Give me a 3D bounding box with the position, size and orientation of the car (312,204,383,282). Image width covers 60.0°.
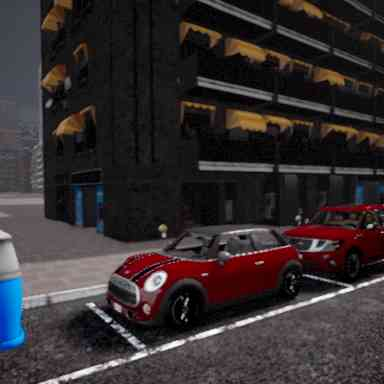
[{"bbox_3d":[4.763,1.319,9.973,5.009,1.841,2.192,0,-1,-35],"label":"car"}]

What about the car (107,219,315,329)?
[{"bbox_3d":[0.361,1.442,6.833,4.097,1.590,1.967,0,-1,-35],"label":"car"}]

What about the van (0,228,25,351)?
[{"bbox_3d":[-4.044,1.341,3.698,3.998,1.788,1.690,0,-1,-35],"label":"van"}]
